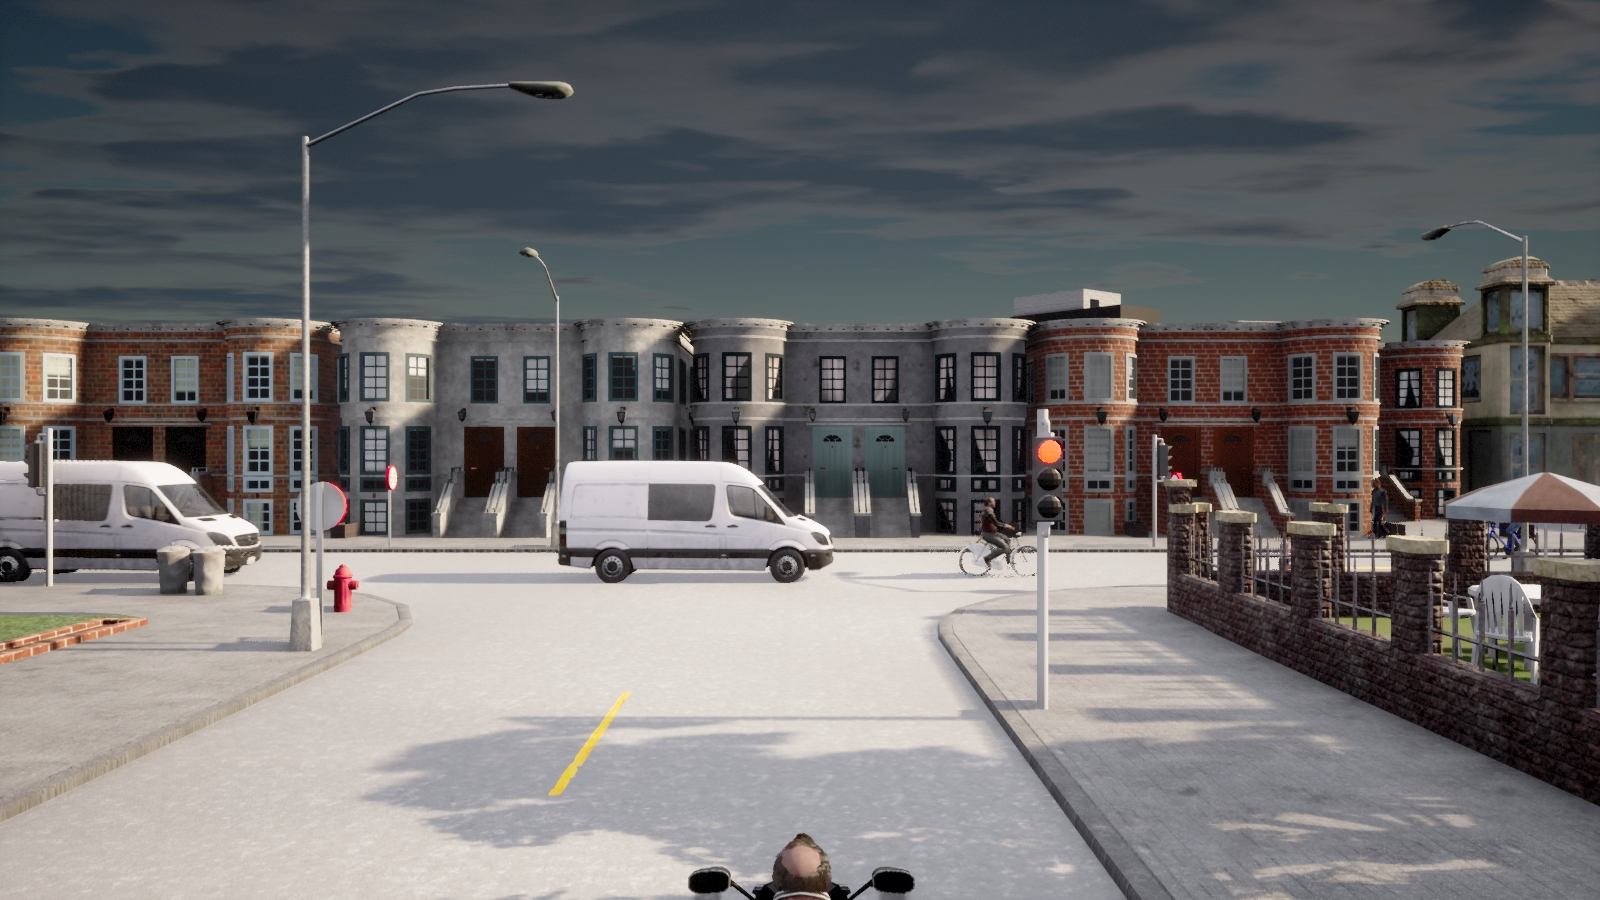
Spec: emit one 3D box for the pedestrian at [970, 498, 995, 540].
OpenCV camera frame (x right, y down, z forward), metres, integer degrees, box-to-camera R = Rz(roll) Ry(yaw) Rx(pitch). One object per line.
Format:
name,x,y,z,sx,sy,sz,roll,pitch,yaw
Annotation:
pedestrian,5.031,1.892,31.520,0.500,1.100,0.500,0,0,40

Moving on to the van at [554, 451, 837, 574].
van,-2.193,1.305,24.917,5.915,2.561,1.988,0,0,0

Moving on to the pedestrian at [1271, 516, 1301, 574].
pedestrian,9.699,1.887,22.830,0.500,1.100,0.500,0,0,17

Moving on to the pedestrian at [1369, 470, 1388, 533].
pedestrian,17.142,1.512,33.867,0.375,1.860,0.375,0,0,-4

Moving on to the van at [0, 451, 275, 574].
van,-14.852,1.304,24.895,5.915,2.561,1.988,0,0,1
